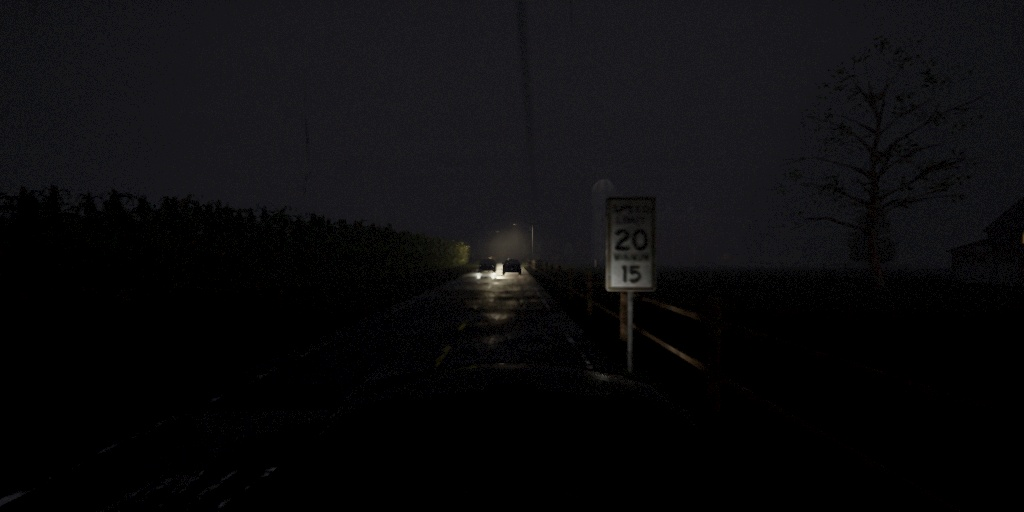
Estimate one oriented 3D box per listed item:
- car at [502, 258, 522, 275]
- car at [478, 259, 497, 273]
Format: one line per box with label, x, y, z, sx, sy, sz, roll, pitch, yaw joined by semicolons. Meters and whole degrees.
car;-0.007;1.081;36.850;1.882;1.535;5.008;0;0;0
car;-2.766;1.065;41.388;1.882;1.535;5.008;0;0;0
